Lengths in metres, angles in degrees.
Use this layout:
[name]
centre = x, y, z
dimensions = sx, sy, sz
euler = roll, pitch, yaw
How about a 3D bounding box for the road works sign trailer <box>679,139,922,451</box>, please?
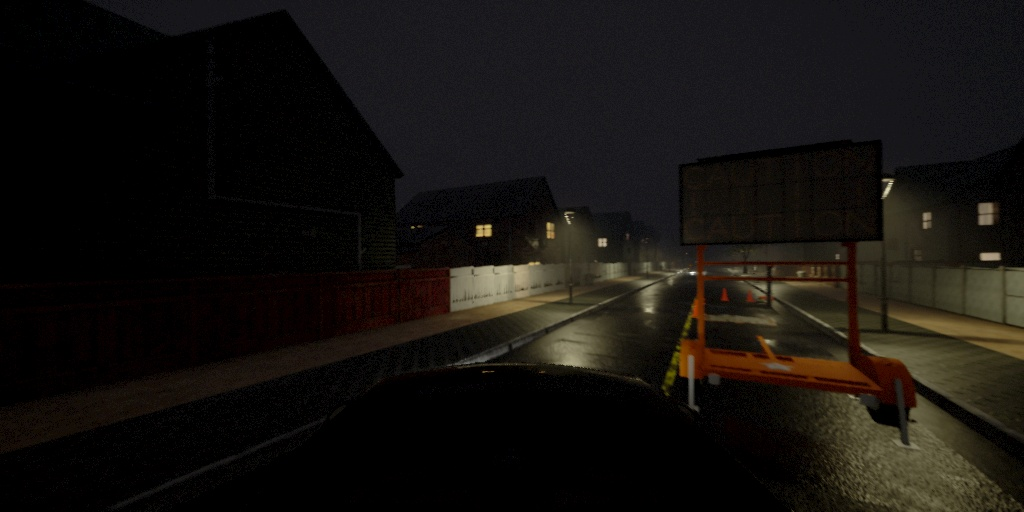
[road works sign trailer]
centre = 3.901, 0.219, 5.419
dimensions = 2.380, 3.560, 2.880
euler = 0, 0, 29
